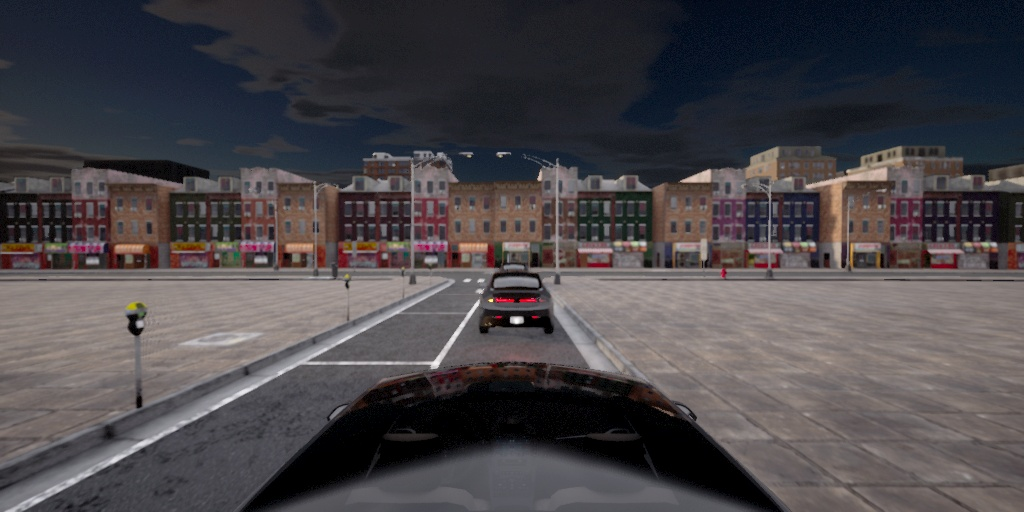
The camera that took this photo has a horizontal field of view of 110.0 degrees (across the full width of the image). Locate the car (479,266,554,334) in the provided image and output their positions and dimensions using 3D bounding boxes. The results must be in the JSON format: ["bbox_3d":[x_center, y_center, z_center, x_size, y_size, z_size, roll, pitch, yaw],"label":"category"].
[{"bbox_3d":[0.101,1.174,10.350,1.837,1.490,4.892,0,0,0],"label":"car"}]

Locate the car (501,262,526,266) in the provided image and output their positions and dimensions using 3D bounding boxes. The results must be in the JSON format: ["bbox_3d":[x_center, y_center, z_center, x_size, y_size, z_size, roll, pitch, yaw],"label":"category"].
[{"bbox_3d":[0.061,1.087,20.069,1.837,1.490,4.892,0,0,-1],"label":"car"}]
